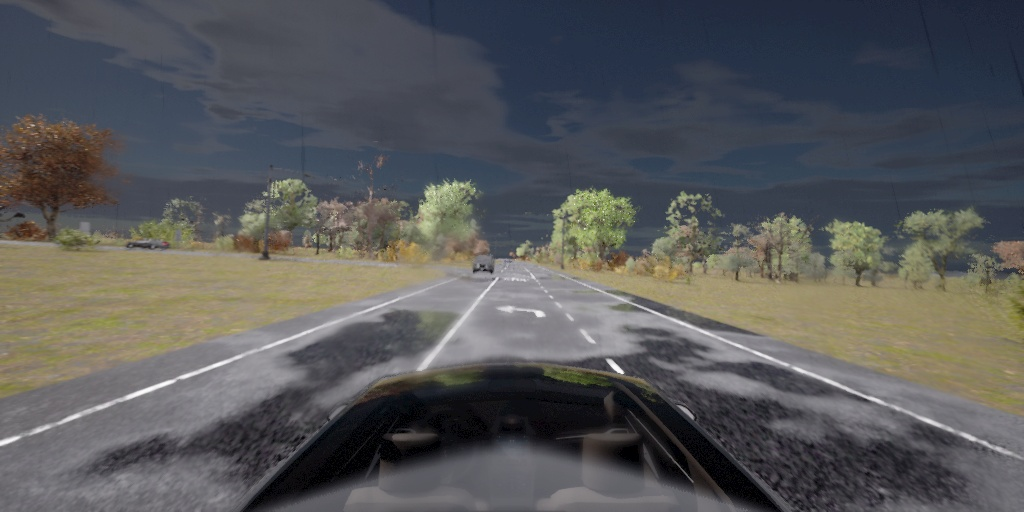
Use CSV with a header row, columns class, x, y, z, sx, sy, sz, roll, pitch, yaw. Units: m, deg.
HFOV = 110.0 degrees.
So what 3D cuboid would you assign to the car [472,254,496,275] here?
class,x,y,z,sx,sy,sz,roll,pitch,yaw
car,-2.978,0.879,39.045,2.150,2.045,5.566,3,2,0
